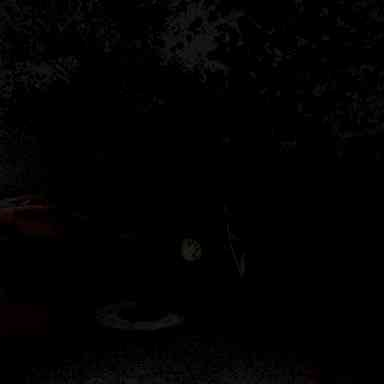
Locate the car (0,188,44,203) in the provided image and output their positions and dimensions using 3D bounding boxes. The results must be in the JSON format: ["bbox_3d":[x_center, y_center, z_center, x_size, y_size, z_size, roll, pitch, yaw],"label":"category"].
[{"bbox_3d":[-19.147,0.398,36.804,4.792,1.488,2.163,1,2,-30],"label":"car"}]

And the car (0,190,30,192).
[{"bbox_3d":[-12.392,0.905,24.580,5.366,1.575,1.946,1,2,-30],"label":"car"}]

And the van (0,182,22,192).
[{"bbox_3d":[-39.705,-1.155,72.873,4.442,1.987,1.878,1,1,-30],"label":"van"}]

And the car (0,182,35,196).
[{"bbox_3d":[-27.379,-0.411,51.068,5.566,2.045,2.435,1,1,-30],"label":"car"}]

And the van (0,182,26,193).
[{"bbox_3d":[-34.199,-0.814,63.263,4.442,1.987,1.878,1,1,-30],"label":"van"}]

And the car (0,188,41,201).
[{"bbox_3d":[-20.458,0.305,39.093,4.792,1.488,2.163,1,1,-30],"label":"car"}]

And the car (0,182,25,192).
[{"bbox_3d":[-38.453,-1.097,70.397,5.566,2.045,2.435,1,1,-30],"label":"car"}]

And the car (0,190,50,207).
[{"bbox_3d":[-16.383,0.612,31.863,4.792,1.488,2.163,1,2,-30],"label":"car"}]

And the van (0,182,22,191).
[{"bbox_3d":[-41.019,-1.236,75.167,4.442,1.987,1.878,1,1,-30],"label":"van"}]

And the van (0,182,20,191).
[{"bbox_3d":[-42.664,-1.329,77.569,4.442,1.987,1.878,1,1,-30],"label":"van"}]

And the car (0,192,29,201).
[{"bbox_3d":[-8.135,1.109,17.586,4.553,1.767,2.185,1,2,-30],"label":"car"}]

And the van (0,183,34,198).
[{"bbox_3d":[-24.502,-0.213,46.336,4.442,1.987,1.878,1,1,-30],"label":"van"}]

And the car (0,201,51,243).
[{"bbox_3d":[-6.794,1.343,15.168,5.008,1.535,2.097,1,2,-30],"label":"car"}]

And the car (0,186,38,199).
[{"bbox_3d":[-23.229,0.096,43.883,5.008,1.535,2.097,1,1,-30],"label":"car"}]

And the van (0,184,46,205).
[{"bbox_3d":[-17.686,0.248,34.438,4.442,1.987,1.878,1,2,-30],"label":"van"}]

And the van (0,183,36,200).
[{"bbox_3d":[-21.936,-0.043,41.406,4.442,1.987,1.878,1,1,-30],"label":"van"}]

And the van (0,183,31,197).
[{"bbox_3d":[-26.081,-0.302,48.623,4.442,1.987,1.878,1,1,-30],"label":"van"}]

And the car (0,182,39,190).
[{"bbox_3d":[-14.949,0.442,29.483,5.566,2.045,2.435,1,2,-30],"label":"car"}]
